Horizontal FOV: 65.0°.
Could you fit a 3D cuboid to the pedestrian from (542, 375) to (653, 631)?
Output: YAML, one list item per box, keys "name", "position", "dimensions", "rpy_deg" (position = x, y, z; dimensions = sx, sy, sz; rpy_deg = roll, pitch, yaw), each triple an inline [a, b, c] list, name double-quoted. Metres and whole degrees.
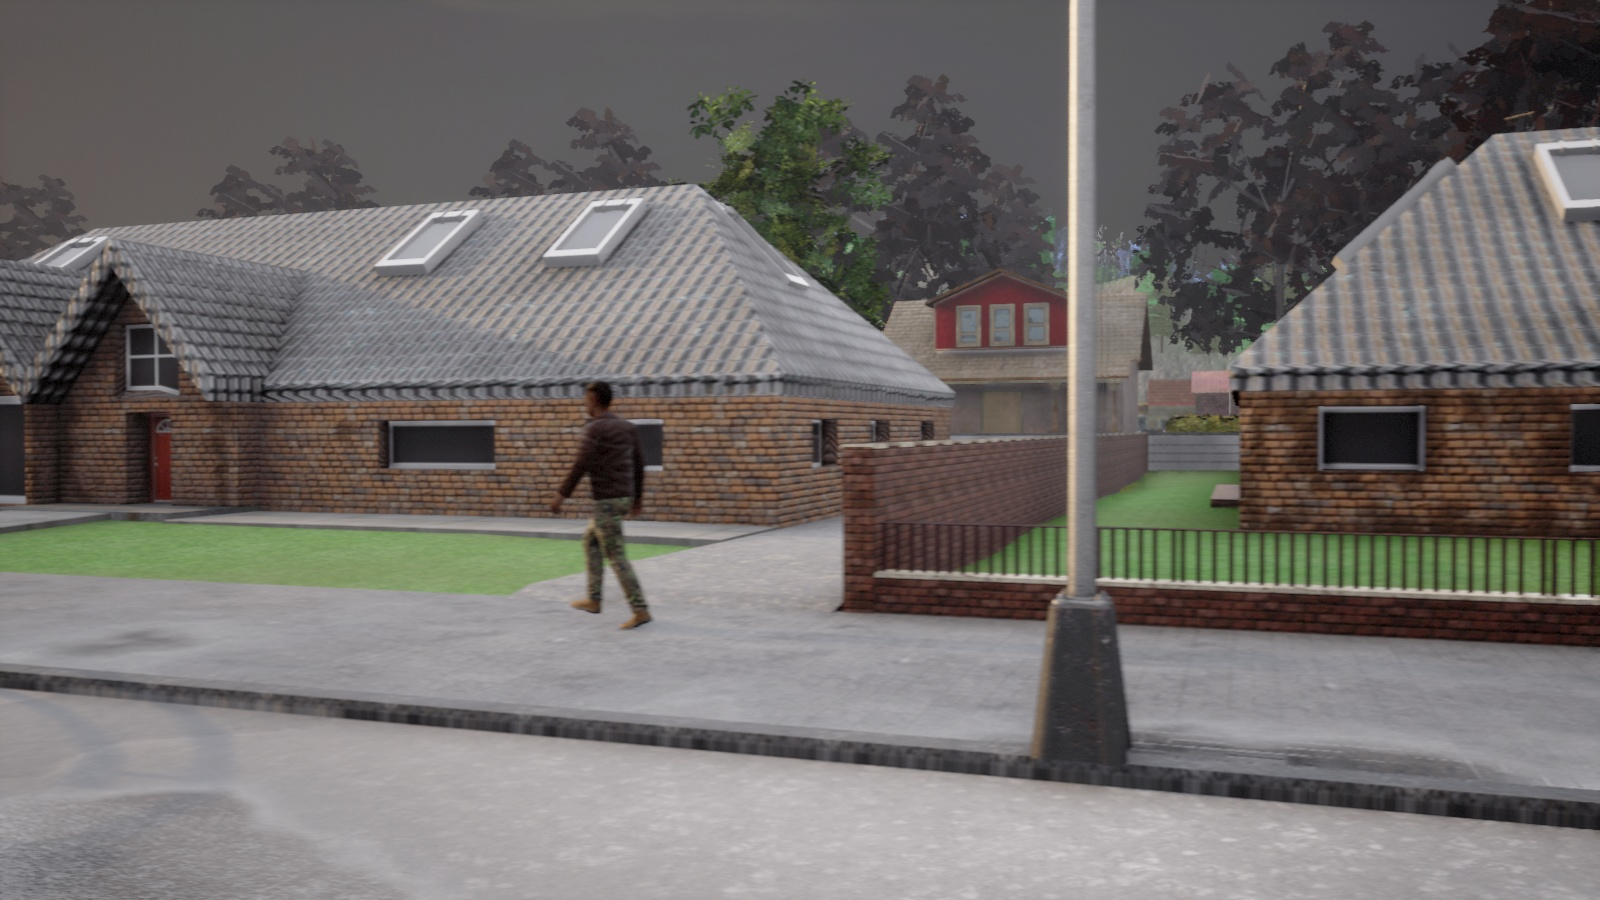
- name: "pedestrian"
  position: [-1.511, 0.377, 9.373]
  dimensions: [0.703, 1.840, 0.431]
  rpy_deg: [1, 1, 27]
